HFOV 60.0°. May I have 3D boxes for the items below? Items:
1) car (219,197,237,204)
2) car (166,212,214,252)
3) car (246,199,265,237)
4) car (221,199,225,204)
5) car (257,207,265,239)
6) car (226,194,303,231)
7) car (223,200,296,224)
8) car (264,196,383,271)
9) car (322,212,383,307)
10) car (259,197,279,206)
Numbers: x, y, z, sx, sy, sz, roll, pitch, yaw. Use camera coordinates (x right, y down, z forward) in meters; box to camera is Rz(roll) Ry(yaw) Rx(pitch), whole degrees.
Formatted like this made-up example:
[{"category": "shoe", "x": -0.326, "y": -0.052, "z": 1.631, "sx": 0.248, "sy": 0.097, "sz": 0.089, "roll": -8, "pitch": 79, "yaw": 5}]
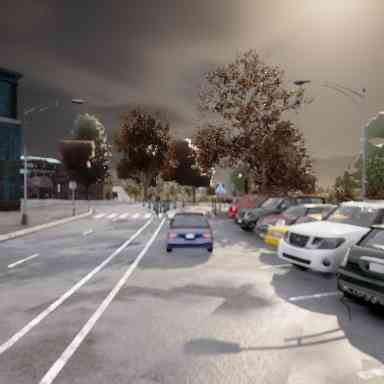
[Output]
[{"category": "car", "x": 10.134, "y": 2.413, "z": 94.469, "sx": 4.553, "sy": 1.767, "sz": 2.097, "roll": 0, "pitch": 0, "yaw": 30}, {"category": "car", "x": -0.110, "y": 1.559, "z": 14.077, "sx": 2.033, "sy": 1.411, "sz": 5.357, "roll": 0, "pitch": 0, "yaw": -1}, {"category": "car", "x": 5.223, "y": 1.366, "z": 15.635, "sx": 4.553, "sy": 1.767, "sz": 2.185, "roll": 1, "pitch": 1, "yaw": -21}, {"category": "car", "x": 5.082, "y": 1.185, "z": 21.580, "sx": 5.566, "sy": 2.045, "sz": 2.435, "roll": 1, "pitch": 0, "yaw": -22}, {"category": "car", "x": 5.417, "y": 1.512, "z": 12.730, "sx": 5.366, "sy": 1.575, "sz": 1.946, "roll": 1, "pitch": 0, "yaw": -21}, {"category": "car", "x": 5.107, "y": 1.212, "z": 18.578, "sx": 5.566, "sy": 2.045, "sz": 2.435, "roll": 1, "pitch": 1, "yaw": -21}, {"category": "car", "x": 4.962, "y": 1.408, "z": 24.540, "sx": 4.892, "sy": 1.521, "sz": 2.231, "roll": 1, "pitch": 0, "yaw": -22}, {"category": "car", "x": 5.264, "y": 1.273, "z": 9.662, "sx": 5.566, "sy": 2.045, "sz": 2.435, "roll": 1, "pitch": 1, "yaw": -21}, {"category": "car", "x": 5.287, "y": 1.400, "z": 6.692, "sx": 4.553, "sy": 1.767, "sz": 2.185, "roll": 1, "pitch": 0, "yaw": -21}, {"category": "car", "x": 19.035, "y": 2.321, "z": 82.150, "sx": 2.150, "sy": 2.045, "sz": 5.566, "roll": 0, "pitch": -1, "yaw": -19}]
